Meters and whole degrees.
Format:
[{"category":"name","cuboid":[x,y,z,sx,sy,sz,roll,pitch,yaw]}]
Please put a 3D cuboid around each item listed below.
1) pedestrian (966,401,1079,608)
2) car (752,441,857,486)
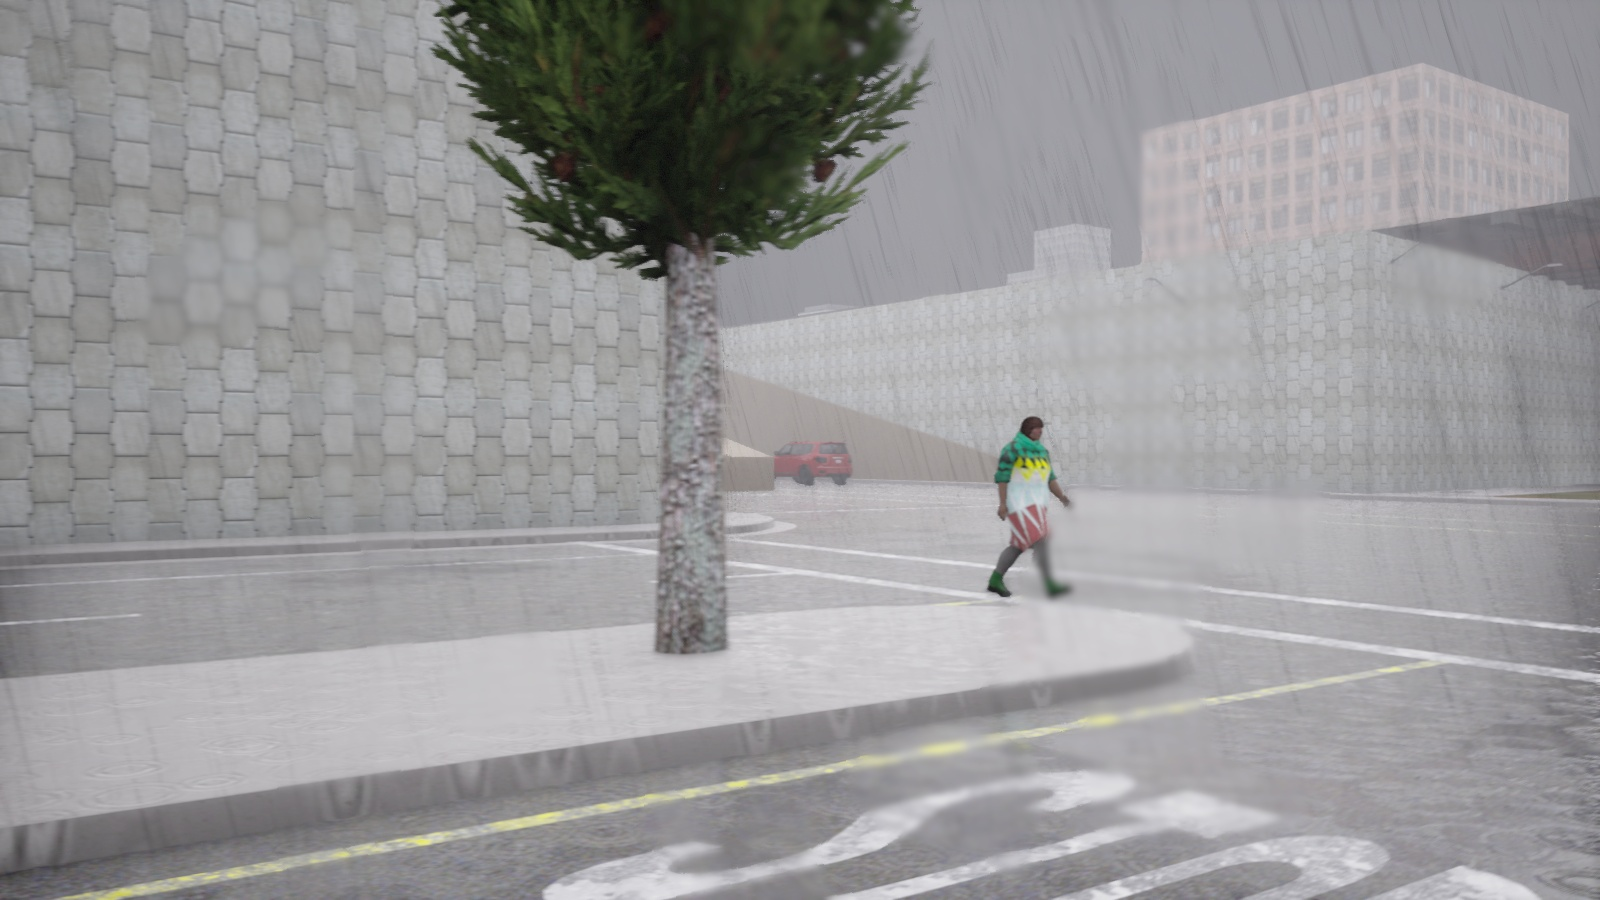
[{"category":"pedestrian","cuboid":[2.193,0.516,12.379,0.873,1.952,0.659,0,0,43]},{"category":"car","cuboid":[0.128,0.608,59.026,2.150,2.045,5.566,0,0,-34]}]
